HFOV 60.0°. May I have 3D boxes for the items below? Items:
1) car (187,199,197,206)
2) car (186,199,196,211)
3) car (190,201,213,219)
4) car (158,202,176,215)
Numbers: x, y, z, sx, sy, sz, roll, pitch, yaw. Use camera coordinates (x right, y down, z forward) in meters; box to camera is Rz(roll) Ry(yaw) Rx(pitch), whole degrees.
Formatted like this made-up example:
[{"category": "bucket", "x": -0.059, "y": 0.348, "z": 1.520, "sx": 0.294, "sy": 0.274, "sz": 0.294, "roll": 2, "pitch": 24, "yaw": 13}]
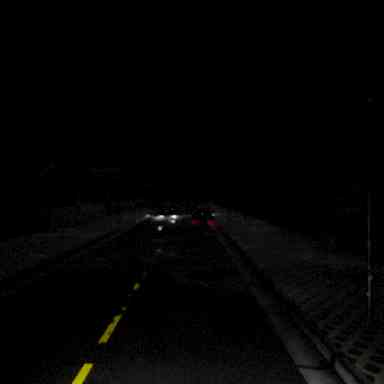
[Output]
[{"category": "car", "x": -0.002, "y": 2.162, "z": 70.583, "sx": 2.128, "sy": 1.511, "sz": 4.902, "roll": 0, "pitch": -1, "yaw": 0}, {"category": "car", "x": -0.002, "y": 2.049, "z": 50.489, "sx": 2.033, "sy": 1.411, "sz": 5.357, "roll": 0, "pitch": -1, "yaw": 0}, {"category": "car", "x": 0.961, "y": 1.862, "z": 32.564, "sx": 1.812, "sy": 1.442, "sz": 4.674, "roll": 0, "pitch": -1, "yaw": 0}, {"category": "car", "x": -2.845, "y": 1.920, "z": 38.791, "sx": 1.812, "sy": 1.442, "sz": 4.674, "roll": 0, "pitch": 0, "yaw": 0}]
